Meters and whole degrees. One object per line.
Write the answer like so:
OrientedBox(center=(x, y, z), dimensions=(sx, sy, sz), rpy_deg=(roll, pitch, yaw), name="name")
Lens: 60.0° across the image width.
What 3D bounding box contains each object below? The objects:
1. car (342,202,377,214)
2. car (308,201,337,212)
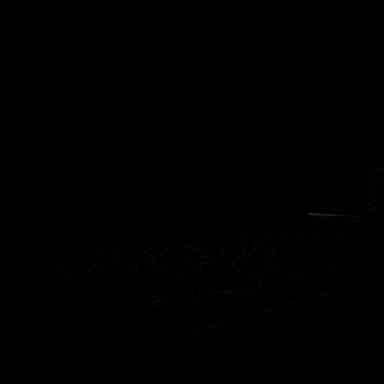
OrientedBox(center=(19.350, 1.742, 37.764), dimensions=(1.887, 1.381, 4.507), rpy_deg=(0, 0, -36), name="car")
OrientedBox(center=(15.958, 1.780, 42.461), dimensions=(1.752, 1.417, 4.829), rpy_deg=(0, 0, -36), name="car")
